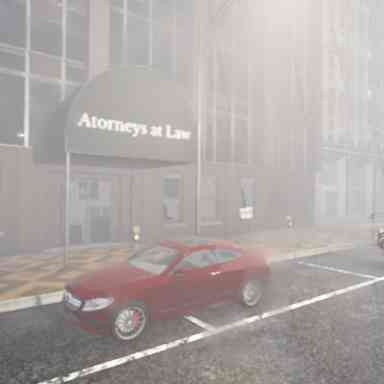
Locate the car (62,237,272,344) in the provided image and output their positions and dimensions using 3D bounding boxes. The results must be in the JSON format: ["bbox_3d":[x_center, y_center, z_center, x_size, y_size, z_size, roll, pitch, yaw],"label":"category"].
[{"bbox_3d":[-0.238,1.579,6.375,4.206,1.307,1.802,0,1,-35],"label":"car"}]

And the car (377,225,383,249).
[{"bbox_3d":[8.976,1.425,12.942,4.097,1.590,1.967,0,1,-35],"label":"car"}]
